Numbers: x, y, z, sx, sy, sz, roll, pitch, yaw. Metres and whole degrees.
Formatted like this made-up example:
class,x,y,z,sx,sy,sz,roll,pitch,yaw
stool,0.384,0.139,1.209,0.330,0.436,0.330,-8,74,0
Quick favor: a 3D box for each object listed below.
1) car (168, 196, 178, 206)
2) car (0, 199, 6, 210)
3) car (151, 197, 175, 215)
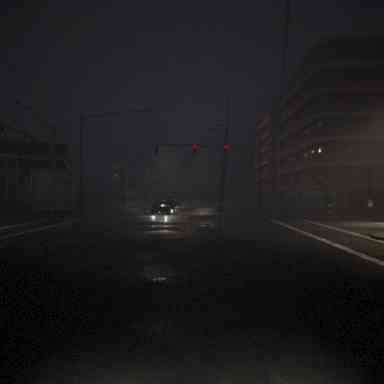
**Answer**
class,x,y,z,sx,sy,sz,roll,pitch,yaw
car,-3.231,1.564,44.118,1.994,1.385,4.181,0,0,0
car,-24.030,1.456,38.948,3.806,1.475,1.970,0,0,1
car,-3.153,1.547,34.731,2.033,1.411,5.357,0,0,-1
